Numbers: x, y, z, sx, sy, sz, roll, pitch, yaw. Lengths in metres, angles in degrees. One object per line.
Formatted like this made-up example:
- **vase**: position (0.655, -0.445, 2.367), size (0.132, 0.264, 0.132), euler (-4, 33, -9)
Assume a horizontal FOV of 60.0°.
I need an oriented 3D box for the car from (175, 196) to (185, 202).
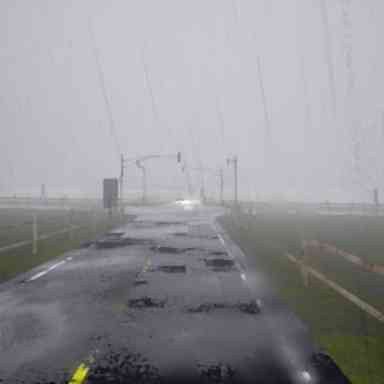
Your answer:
- **car**: position (-2.665, 1.504, 74.805), size (1.994, 1.385, 4.181), euler (0, 0, 0)
